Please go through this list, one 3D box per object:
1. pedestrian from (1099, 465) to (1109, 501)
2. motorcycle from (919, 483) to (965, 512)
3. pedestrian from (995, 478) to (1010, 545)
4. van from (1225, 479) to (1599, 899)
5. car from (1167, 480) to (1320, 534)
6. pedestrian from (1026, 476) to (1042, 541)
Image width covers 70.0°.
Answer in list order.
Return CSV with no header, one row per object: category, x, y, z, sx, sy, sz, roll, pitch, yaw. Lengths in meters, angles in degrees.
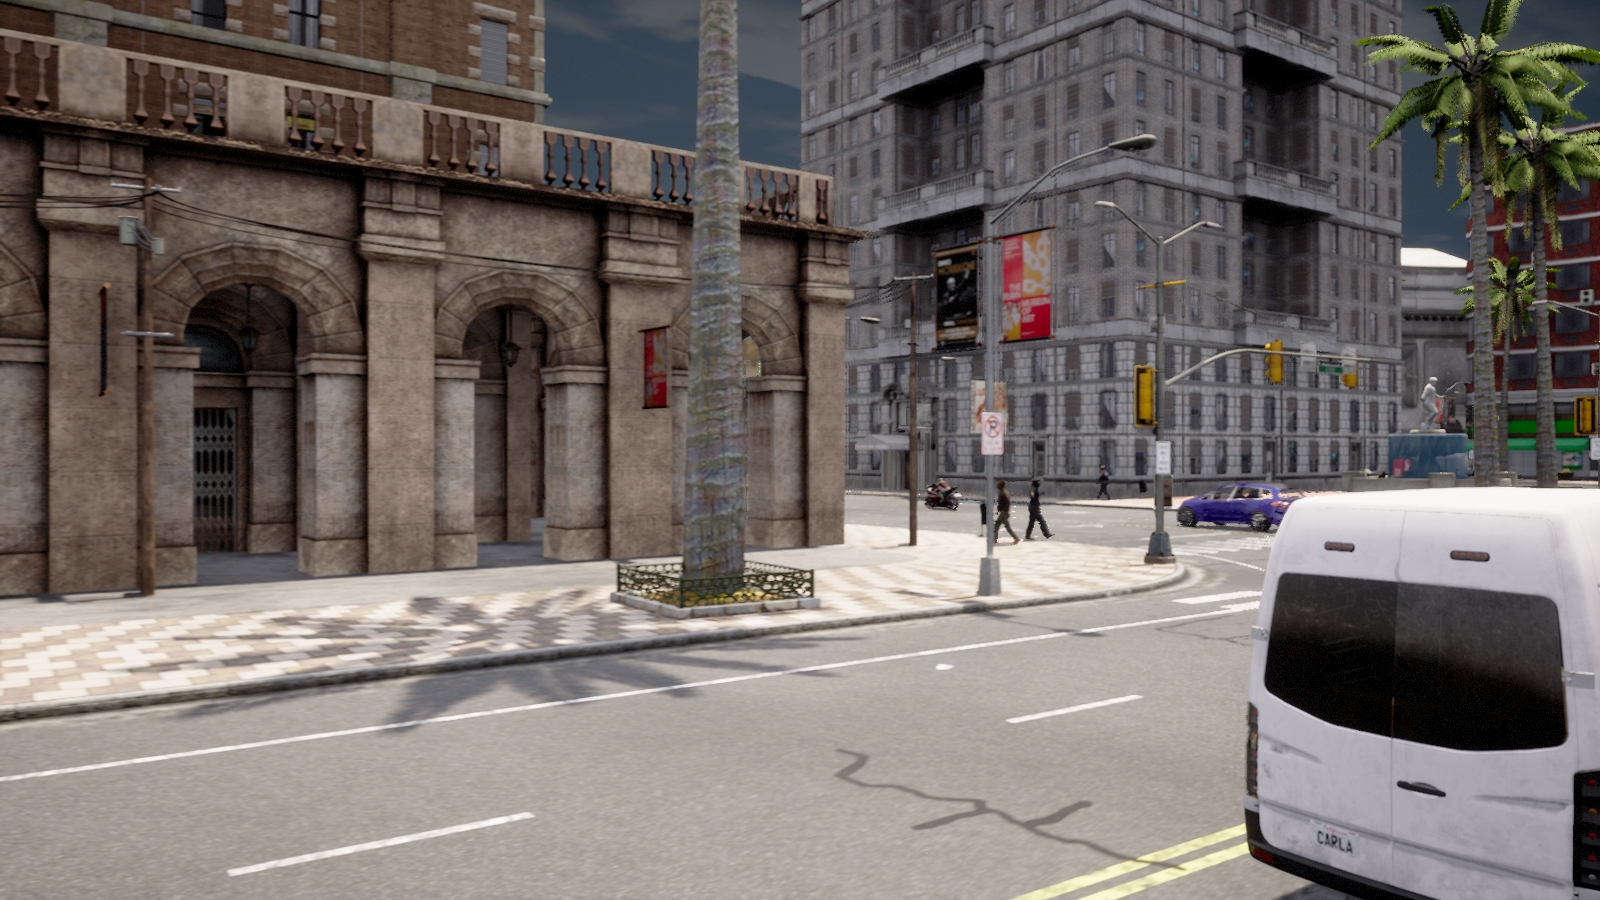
pedestrian,15.947,1.712,59.919,0.375,1.860,0.375,0,0,-41
motorcycle,6.653,2.217,53.602,0.867,1.251,2.209,0,0,-36
pedestrian,5.641,1.705,31.880,0.375,1.860,0.375,0,0,3
van,5.538,1.538,7.767,5.915,2.561,1.988,0,0,-35
car,15.740,1.980,40.783,2.242,1.667,4.611,0,0,-34
pedestrian,6.817,1.705,33.254,0.375,1.860,0.375,0,0,24
